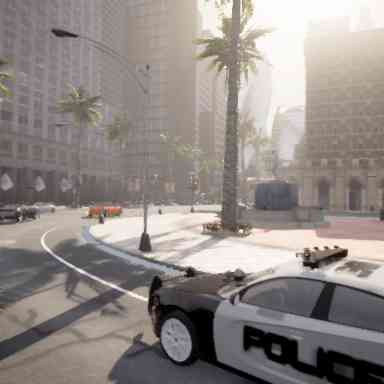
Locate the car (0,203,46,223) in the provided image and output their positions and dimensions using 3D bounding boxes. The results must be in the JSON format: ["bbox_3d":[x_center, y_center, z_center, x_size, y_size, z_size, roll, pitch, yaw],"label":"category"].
[{"bbox_3d":[-14.988,1.828,28.806,2.128,1.511,4.902,1,-1,-1],"label":"car"}]

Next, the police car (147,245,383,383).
[{"bbox_3d":[1.521,1.532,4.198,5.238,1.638,1.930,0,-1,41],"label":"police car"}]

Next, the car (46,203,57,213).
[{"bbox_3d":[-19.631,2.099,43.035,1.812,1.442,4.674,0,-1,20],"label":"car"}]

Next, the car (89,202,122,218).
[{"bbox_3d":[-9.809,1.932,38.083,2.097,1.767,4.553,0,-1,16],"label":"car"}]
